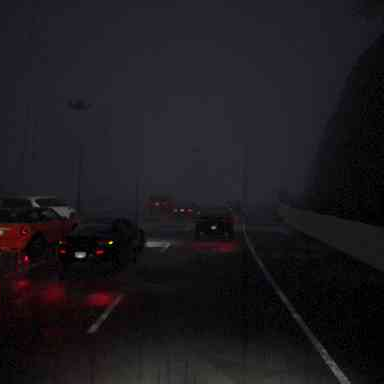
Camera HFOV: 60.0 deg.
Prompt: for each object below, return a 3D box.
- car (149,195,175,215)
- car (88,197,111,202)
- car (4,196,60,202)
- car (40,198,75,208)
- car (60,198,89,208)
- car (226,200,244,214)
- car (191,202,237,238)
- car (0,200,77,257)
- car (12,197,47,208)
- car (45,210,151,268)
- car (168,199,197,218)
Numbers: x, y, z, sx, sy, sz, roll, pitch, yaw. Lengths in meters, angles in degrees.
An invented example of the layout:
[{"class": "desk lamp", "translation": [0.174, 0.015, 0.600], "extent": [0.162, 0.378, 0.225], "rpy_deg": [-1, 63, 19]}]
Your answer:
[{"class": "car", "translation": [-2.859, 1.289, 35.417], "extent": [2.150, 2.045, 5.566], "rpy_deg": [0, 0, 12]}, {"class": "car", "translation": [-13.854, 1.571, 49.642], "extent": [2.128, 1.511, 4.902], "rpy_deg": [0, 0, 17]}, {"class": "car", "translation": [-9.044, 1.247, 20.011], "extent": [2.150, 2.045, 5.566], "rpy_deg": [0, 0, 7]}, {"class": "car", "translation": [-20.665, 1.618, 51.372], "extent": [2.033, 1.411, 5.357], "rpy_deg": [0, 0, 16]}, {"class": "car", "translation": [-17.478, 1.637, 49.659], "extent": [1.994, 1.385, 4.181], "rpy_deg": [0, 0, 16]}, {"class": "car", "translation": [4.512, 1.573, 36.196], "extent": [2.128, 1.511, 4.902], "rpy_deg": [0, 0, 13]}, {"class": "car", "translation": [1.291, 1.517, 17.927], "extent": [1.882, 1.535, 5.008], "rpy_deg": [0, 0, 6]}, {"class": "car", "translation": [-6.209, 1.369, 13.156], "extent": [2.097, 1.767, 4.553], "rpy_deg": [0, 0, 4]}, {"class": "car", "translation": [-24.535, 1.554, 50.386], "extent": [2.128, 1.511, 4.902], "rpy_deg": [0, 0, 15]}, {"class": "car", "translation": [-2.866, 1.544, 11.344], "extent": [1.812, 1.442, 4.674], "rpy_deg": [0, 0, 4]}, {"class": "car", "translation": [-0.317, 1.610, 30.487], "extent": [2.033, 1.411, 5.357], "rpy_deg": [0, 0, 11]}]
